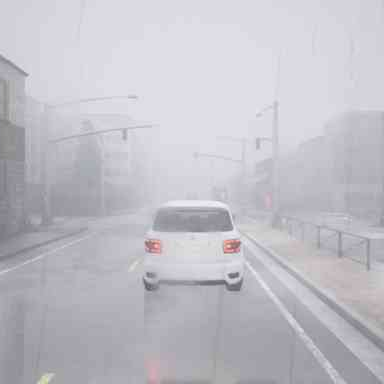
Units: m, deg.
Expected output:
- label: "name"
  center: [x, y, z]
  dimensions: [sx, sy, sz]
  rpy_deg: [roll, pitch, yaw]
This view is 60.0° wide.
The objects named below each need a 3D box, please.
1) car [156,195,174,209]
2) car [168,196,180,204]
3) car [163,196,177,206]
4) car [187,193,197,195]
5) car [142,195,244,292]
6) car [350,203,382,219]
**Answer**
- label: "car"
  center: [-3.682, 1.346, 46.549]
  dimensions: [2.097, 1.767, 4.553]
  rpy_deg: [0, 0, 0]
- label: "car"
  center: [-3.635, 1.538, 67.568]
  dimensions: [2.033, 1.411, 5.357]
  rpy_deg: [0, 0, 0]
- label: "car"
  center: [-3.686, 1.484, 56.931]
  dimensions: [2.128, 1.511, 4.902]
  rpy_deg: [0, 0, 0]
- label: "car"
  center: [-0.005, 1.213, 59.634]
  dimensions: [2.150, 2.045, 5.566]
  rpy_deg: [0, 0, 0]
- label: "car"
  center: [0.037, 1.220, 9.041]
  dimensions: [2.150, 2.045, 5.566]
  rpy_deg: [0, 0, 1]
- label: "car"
  center: [16.661, 1.736, 30.216]
  dimensions: [4.181, 1.385, 1.994]
  rpy_deg: [0, 0, 0]
